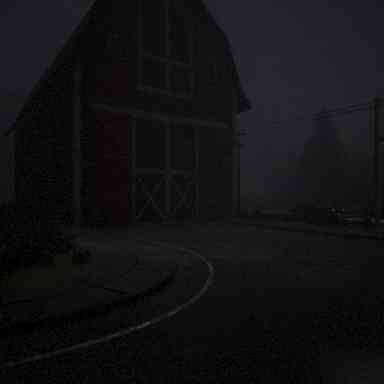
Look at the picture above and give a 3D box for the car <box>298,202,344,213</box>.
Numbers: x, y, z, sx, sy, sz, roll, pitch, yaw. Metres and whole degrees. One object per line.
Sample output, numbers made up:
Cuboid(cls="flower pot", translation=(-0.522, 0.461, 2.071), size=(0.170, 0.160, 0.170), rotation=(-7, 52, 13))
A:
Cuboid(cls="car", translation=(11.348, 1.628, 30.258), size=(1.895, 1.301, 4.718), rotation=(0, 0, -34))
